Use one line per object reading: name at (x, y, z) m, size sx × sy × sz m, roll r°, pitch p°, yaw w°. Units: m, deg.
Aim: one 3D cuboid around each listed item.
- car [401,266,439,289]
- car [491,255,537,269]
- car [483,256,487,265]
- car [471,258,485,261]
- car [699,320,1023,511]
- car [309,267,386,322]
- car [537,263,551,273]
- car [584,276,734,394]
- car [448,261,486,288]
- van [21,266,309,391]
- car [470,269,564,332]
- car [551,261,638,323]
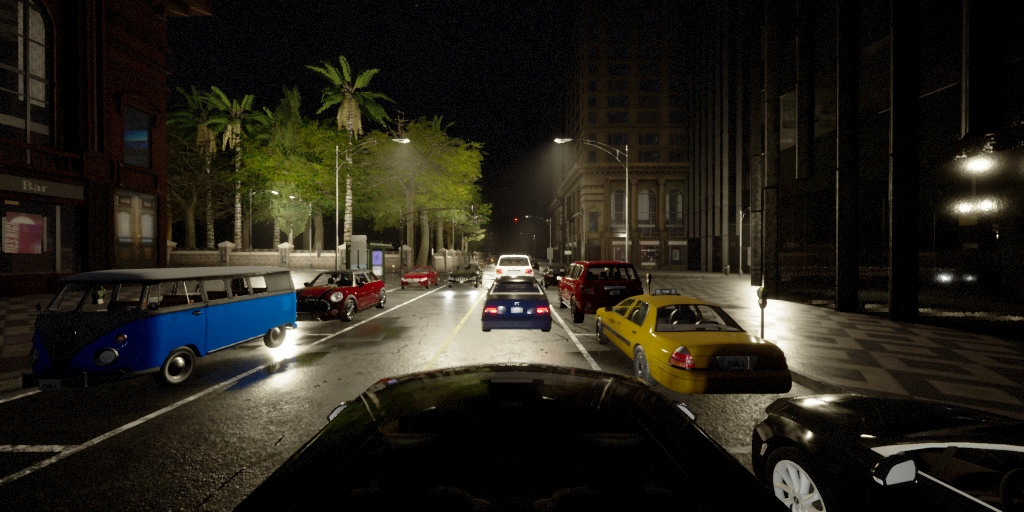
car at (-5.752, 1.327, 22.845) m, size 1.802 × 1.307 × 4.207 m, roll 0°, pitch 0°, yaw 0°
car at (0.111, 0.968, 21.365) m, size 2.150 × 2.045 × 5.566 m, roll 0°, pitch 0°, yaw 0°
car at (-5.731, 1.160, 60.125) m, size 1.967 × 1.591 × 4.097 m, roll 0°, pitch 0°, yaw 0°
car at (-5.734, 1.275, 54.705) m, size 2.007 × 1.370 × 4.403 m, roll 0°, pitch 0°, yaw 0°
car at (2.762, 1.300, 1.122) m, size 2.007 × 1.370 × 4.403 m, roll 0°, pitch 0°, yaw 0°
car at (-5.757, 1.188, 11.993) m, size 1.967 × 1.591 × 4.097 m, roll 0°, pitch 0°, yaw 0°
car at (2.774, 1.311, 22.823) m, size 1.948 × 1.339 × 4.313 m, roll 0°, pitch 0°, yaw 0°
car at (2.765, 1.275, 6.717) m, size 1.751 × 1.417 × 4.829 m, roll 0°, pitch 0°, yaw 0°
car at (-2.988, 1.285, 23.604) m, size 1.837 × 1.490 × 4.892 m, roll 0°, pitch 0°, yaw 0°
van at (-5.760, 1.090, 6.566) m, size 1.690 × 1.789 × 3.998 m, roll 0°, pitch 0°, yaw 0°
car at (0.108, 1.296, 10.793) m, size 2.033 × 1.411 × 5.357 m, roll 0°, pitch 0°, yaw 0°
car at (2.768, 1.063, 11.972) m, size 2.192 × 1.841 × 5.009 m, roll 0°, pitch 0°, yaw 0°
